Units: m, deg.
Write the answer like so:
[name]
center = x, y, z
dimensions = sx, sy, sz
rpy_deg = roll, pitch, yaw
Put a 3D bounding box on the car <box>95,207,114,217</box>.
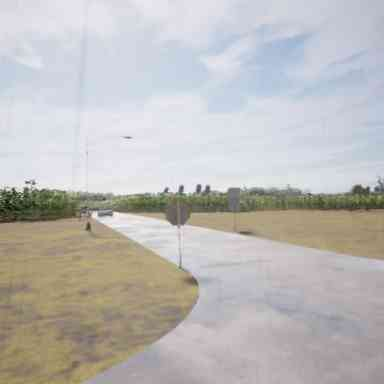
[car]
center = -12.823, 3.021, 49.408
dimensions = 1.895, 1.301, 4.718
rpy_deg = -1, -1, -21
